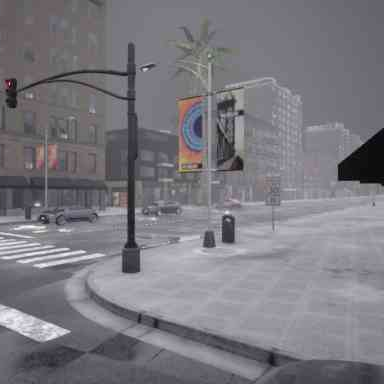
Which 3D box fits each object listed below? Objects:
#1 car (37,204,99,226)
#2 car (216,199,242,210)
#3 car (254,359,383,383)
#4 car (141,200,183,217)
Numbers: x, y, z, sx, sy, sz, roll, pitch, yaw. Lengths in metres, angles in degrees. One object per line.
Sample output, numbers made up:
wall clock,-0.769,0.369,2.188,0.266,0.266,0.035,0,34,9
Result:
car,-8.810,1.580,23.852,1.994,1.385,4.181,0,0,35
car,4.893,1.588,43.277,1.812,1.442,4.674,0,0,35
car,2.141,1.551,1.323,4.403,1.369,2.008,0,0,35
car,-2.854,1.538,32.306,1.837,1.490,4.892,0,0,35
